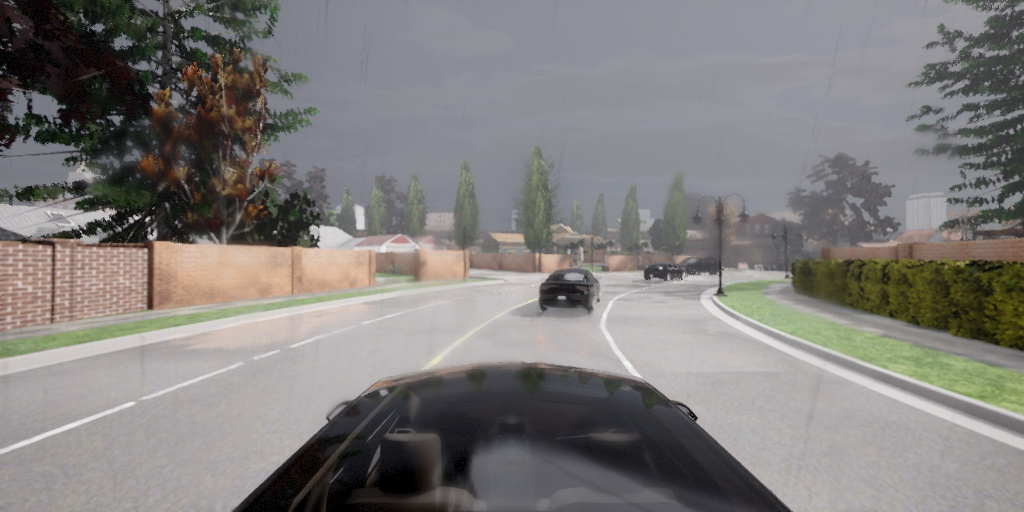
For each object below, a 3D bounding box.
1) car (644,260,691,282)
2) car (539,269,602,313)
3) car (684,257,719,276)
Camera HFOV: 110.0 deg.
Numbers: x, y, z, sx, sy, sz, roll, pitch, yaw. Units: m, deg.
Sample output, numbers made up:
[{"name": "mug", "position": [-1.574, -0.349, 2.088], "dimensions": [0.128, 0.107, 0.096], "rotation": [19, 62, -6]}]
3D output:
[{"name": "car", "position": [12.779, 1.319, 29.867], "dimensions": [4.892, 1.490, 1.837], "rotation": [0, -1, -43]}, {"name": "car", "position": [2.473, 1.259, 14.416], "dimensions": [1.882, 1.535, 5.008], "rotation": [0, 0, 18]}, {"name": "car", "position": [19.911, 1.113, 39.009], "dimensions": [5.566, 2.045, 2.150], "rotation": [0, -1, -25]}]
